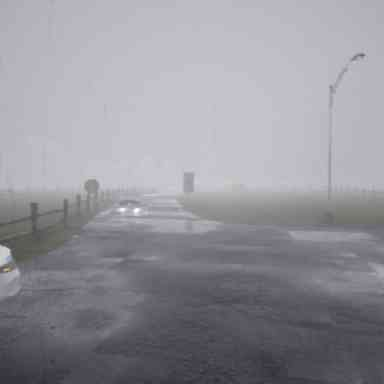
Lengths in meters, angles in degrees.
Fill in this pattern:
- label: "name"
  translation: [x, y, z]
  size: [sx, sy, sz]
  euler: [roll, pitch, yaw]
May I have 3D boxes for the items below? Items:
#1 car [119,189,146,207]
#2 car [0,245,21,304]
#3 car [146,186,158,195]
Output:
- label: "car"
  translation: [-5.548, 0.549, 30.459]
  size: [2.033, 1.411, 5.357]
  euler: [0, 2, -7]
- label: "car"
  translation: [-4.882, 1.390, 4.462]
  size: [1.812, 1.442, 4.674]
  euler: [5, 5, 42]
- label: "car"
  translation: [-6.831, -0.285, 56.421]
  size: [1.994, 1.385, 4.181]
  euler: [1, 2, 1]
